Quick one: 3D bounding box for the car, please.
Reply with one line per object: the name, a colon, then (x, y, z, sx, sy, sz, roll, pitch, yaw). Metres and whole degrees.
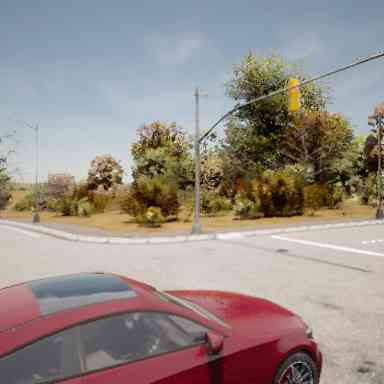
car: (-0.784, 1.519, 3.059, 4.674, 1.442, 1.812, 0, 0, -35)
